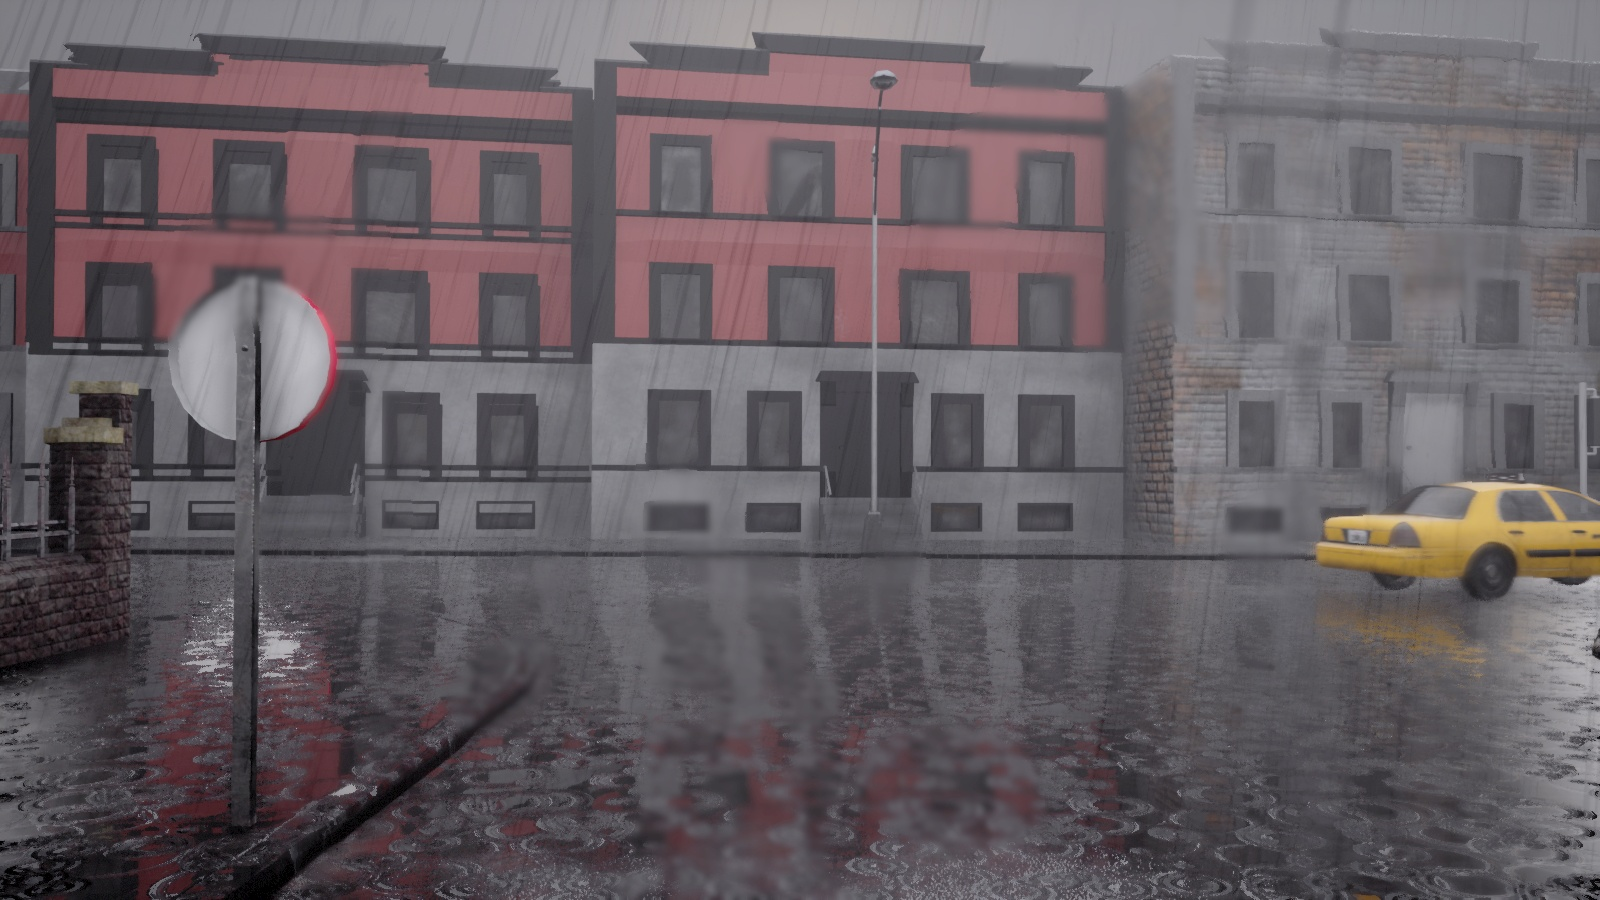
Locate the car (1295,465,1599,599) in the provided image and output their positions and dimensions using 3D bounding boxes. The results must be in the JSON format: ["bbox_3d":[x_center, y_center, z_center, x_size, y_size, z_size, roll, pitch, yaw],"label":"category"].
[{"bbox_3d":[9.351,0.989,16.346,5.366,1.575,1.801,0,-1,-15],"label":"car"}]
